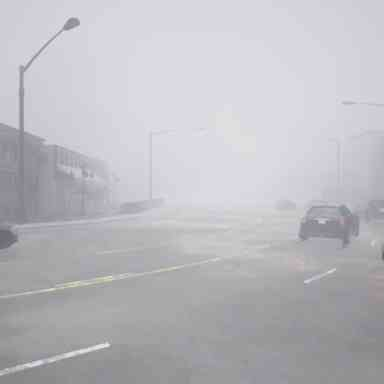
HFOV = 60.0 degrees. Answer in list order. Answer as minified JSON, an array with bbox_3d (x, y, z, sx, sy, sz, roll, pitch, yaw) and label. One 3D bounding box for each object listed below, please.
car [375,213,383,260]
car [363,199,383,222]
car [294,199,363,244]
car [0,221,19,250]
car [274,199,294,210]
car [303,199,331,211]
[{"bbox_3d":[7.792,1.522,11.406,1.812,1.442,4.674,0,0,38],"label":"car"},{"bbox_3d":[13.991,1.344,25.742,2.097,1.767,4.553,0,0,13],"label":"car"},{"bbox_3d":[6.778,1.346,16.186,2.097,1.767,4.553,0,0,33],"label":"car"},{"bbox_3d":[-8.393,1.487,10.850,4.902,1.511,2.128,0,0,-32],"label":"car"},{"bbox_3d":[11.853,1.549,42.362,1.994,1.385,4.181,0,0,2],"label":"car"},{"bbox_3d":[15.298,1.550,41.013,1.994,1.385,4.181,0,0,2],"label":"car"}]
